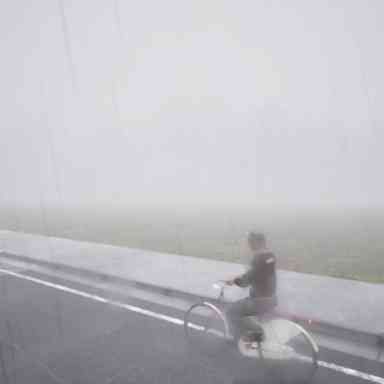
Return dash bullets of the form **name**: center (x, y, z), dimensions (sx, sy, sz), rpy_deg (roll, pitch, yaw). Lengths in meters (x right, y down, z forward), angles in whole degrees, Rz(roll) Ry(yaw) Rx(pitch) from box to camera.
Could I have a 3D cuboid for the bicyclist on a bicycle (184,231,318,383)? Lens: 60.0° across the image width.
- **bicyclist on a bicycle**: center (0.629, 1.364, 4.211), dimensions (1.843, 1.776, 0.659), rpy_deg (1, 0, 36)
